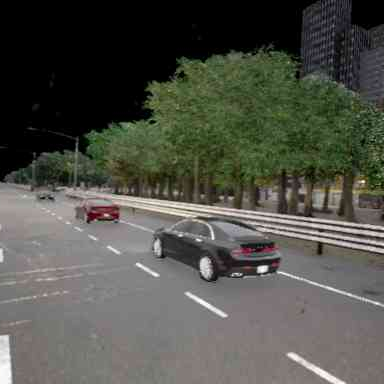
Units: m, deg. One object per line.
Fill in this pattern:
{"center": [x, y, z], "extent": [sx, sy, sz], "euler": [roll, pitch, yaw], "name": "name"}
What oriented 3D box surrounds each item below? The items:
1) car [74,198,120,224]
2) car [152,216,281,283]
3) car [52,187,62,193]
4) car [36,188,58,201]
{"center": [-6.092, 1.118, 21.070], "extent": [1.882, 1.535, 5.008], "euler": [3, 0, -30], "name": "car"}
{"center": [0.442, 1.486, 9.862], "extent": [1.837, 1.490, 4.892], "euler": [3, 0, -30], "name": "car"}
{"center": [-34.361, -0.486, 83.899], "extent": [1.837, 1.490, 4.892], "euler": [3, 0, -6], "name": "car"}
{"center": [-19.487, 0.491, 44.043], "extent": [1.895, 1.301, 4.718], "euler": [3, 0, -30], "name": "car"}
